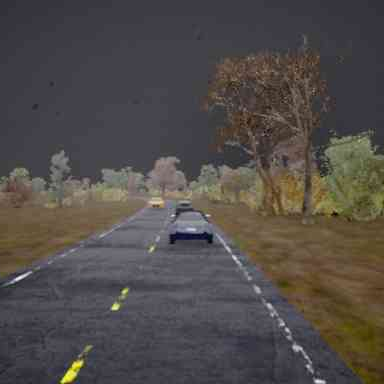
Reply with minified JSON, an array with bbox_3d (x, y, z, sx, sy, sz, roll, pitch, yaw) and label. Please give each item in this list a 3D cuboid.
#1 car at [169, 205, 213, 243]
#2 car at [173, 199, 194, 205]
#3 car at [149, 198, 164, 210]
[{"bbox_3d":[-0.070,1.565,16.183,1.994,1.385,4.181,0,0,-1],"label":"car"},{"bbox_3d":[-0.817,1.513,33.939,1.837,1.490,4.892,0,0,-3],"label":"car"},{"bbox_3d":[-4.628,1.493,43.644,1.882,1.535,5.008,0,0,-4],"label":"car"}]
